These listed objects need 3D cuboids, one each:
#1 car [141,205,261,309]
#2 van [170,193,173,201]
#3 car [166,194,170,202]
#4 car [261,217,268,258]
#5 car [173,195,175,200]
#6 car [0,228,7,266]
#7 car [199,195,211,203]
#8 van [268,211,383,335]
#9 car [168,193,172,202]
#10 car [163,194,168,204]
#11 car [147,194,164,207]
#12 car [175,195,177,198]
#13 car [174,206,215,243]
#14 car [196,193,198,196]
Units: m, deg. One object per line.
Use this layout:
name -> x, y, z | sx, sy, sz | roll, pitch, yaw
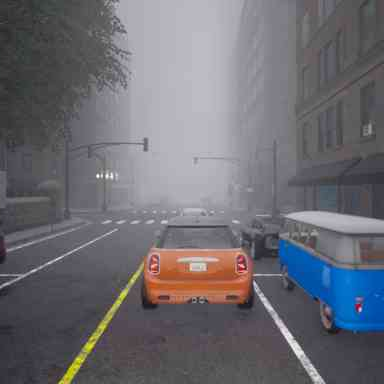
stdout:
car -> 0.103, 1.351, 8.035 | 2.097, 1.767, 4.553 | 0, 0, 0
van -> -5.666, 1.311, 71.933 | 1.690, 1.788, 3.998 | 0, 0, 0
car -> -5.666, 1.514, 61.032 | 1.887, 1.381, 4.507 | 0, 0, 0
car -> 2.857, 1.563, 12.141 | 1.947, 1.339, 4.313 | 0, 0, 0
car -> -5.666, 1.522, 77.384 | 2.008, 1.369, 4.403 | 0, 0, 0
car -> -5.668, 1.314, 6.441 | 2.192, 1.841, 5.009 | 0, 0, 0
car -> 2.858, 1.409, 66.518 | 1.967, 1.590, 4.097 | 0, 0, 0
van -> 2.856, 1.340, 6.481 | 1.690, 1.788, 3.998 | 0, 0, 0
car -> -5.666, 1.514, 66.482 | 1.887, 1.381, 4.507 | 0, 0, 0
car -> -5.666, 1.521, 55.580 | 2.008, 1.369, 4.403 | 0, 0, 0
car -> -5.667, 1.497, 49.960 | 1.752, 1.417, 4.829 | 0, 0, 0
car -> -5.666, 1.289, 82.835 | 2.192, 1.841, 5.009 | 0, 0, 0
car -> 0.102, 1.520, 17.036 | 1.812, 1.442, 4.674 | 0, 0, 0
car -> 2.860, 1.506, 93.930 | 1.752, 1.417, 4.829 | 0, 0, 0
